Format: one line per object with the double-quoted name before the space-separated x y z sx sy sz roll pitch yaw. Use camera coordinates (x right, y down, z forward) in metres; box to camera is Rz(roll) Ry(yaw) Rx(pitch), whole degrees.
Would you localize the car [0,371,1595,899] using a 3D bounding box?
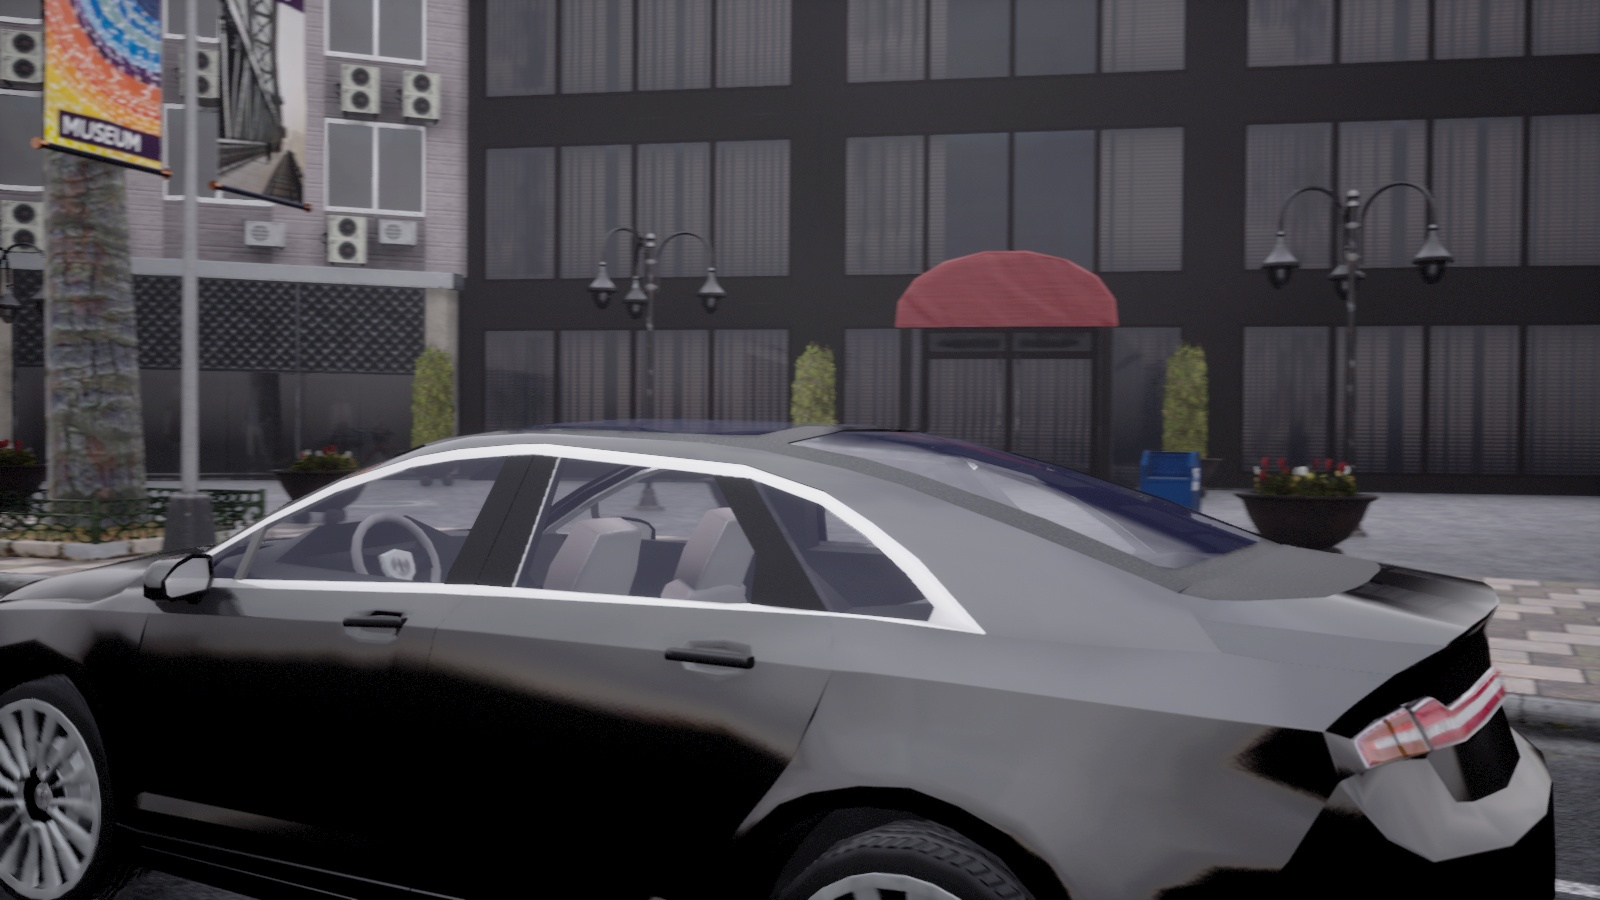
"car" -0.550 0.636 3.795 4.902 1.511 2.128 0 1 30
